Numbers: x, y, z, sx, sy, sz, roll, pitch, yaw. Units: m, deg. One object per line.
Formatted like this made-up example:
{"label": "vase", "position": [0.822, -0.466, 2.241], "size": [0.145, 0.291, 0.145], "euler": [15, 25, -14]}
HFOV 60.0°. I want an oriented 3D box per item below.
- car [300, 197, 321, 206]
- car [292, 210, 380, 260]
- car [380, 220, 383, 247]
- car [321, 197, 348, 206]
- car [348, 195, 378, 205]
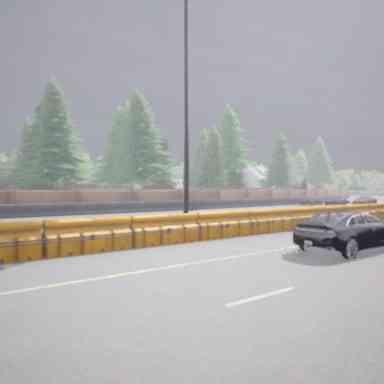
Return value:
{"label": "car", "position": [17.638, 1.372, 48.698], "size": [4.718, 1.301, 1.895], "euler": [0, 0, -44]}
{"label": "car", "position": [5.757, 1.429, 12.185], "size": [4.902, 1.511, 2.128], "euler": [0, 0, -35]}
{"label": "car", "position": [7.547, 1.430, 9.164], "size": [4.902, 1.511, 2.128], "euler": [0, 0, -35]}
{"label": "car", "position": [20.404, 1.368, 46.517], "size": [4.718, 1.301, 1.895], "euler": [0, 0, -44]}
{"label": "car", "position": [23.016, 1.240, 44.201], "size": [5.008, 1.535, 1.882], "euler": [0, 0, -44]}
